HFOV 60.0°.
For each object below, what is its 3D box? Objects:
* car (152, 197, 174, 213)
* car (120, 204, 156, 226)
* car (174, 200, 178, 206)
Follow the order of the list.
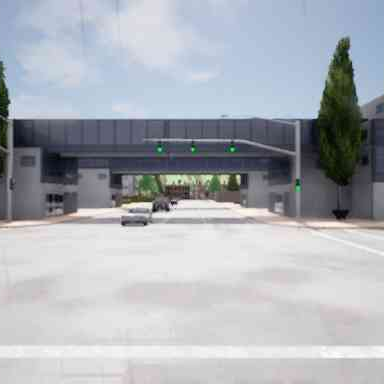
[{"bbox_3d":[-4.057,1.674,44.803,2.150,2.045,5.566,0,0,0],"label":"car"},{"bbox_3d":[-4.178,1.861,25.663,1.895,1.301,4.718,0,-1,0],"label":"car"},{"bbox_3d":[-3.873,2.263,70.274,1.895,1.301,4.718,0,-1,0],"label":"car"}]
